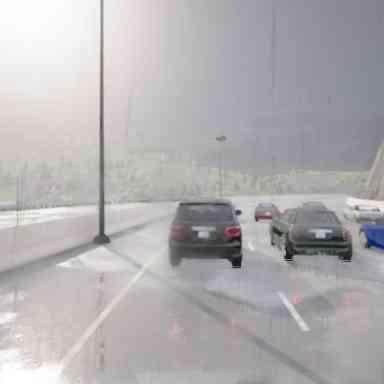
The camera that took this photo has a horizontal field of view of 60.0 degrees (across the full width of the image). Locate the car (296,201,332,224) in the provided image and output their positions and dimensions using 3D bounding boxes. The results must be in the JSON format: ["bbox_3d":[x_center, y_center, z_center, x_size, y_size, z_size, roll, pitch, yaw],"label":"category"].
[{"bbox_3d":[9.452,1.494,26.111,1.837,1.490,4.892,0,0,10],"label":"car"}]

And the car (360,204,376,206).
[{"bbox_3d":[12.801,1.589,24.997,1.895,1.301,4.718,0,0,10],"label":"car"}]

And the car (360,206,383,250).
[{"bbox_3d":[7.594,1.472,11.587,1.882,1.535,5.008,0,0,5],"label":"car"}]

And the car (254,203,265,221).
[{"bbox_3d":[6.007,1.553,26.707,1.994,1.385,4.181,0,0,10],"label":"car"}]

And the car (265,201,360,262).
[{"bbox_3d":[4.162,1.346,12.362,2.097,1.767,4.553,0,0,6],"label":"car"}]

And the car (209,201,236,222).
[{"bbox_3d":[2.641,1.513,27.747,1.812,1.442,4.674,0,0,11],"label":"car"}]

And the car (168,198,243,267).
[{"bbox_3d":[0.557,1.218,11.554,2.150,2.045,5.566,0,0,5],"label":"car"}]
